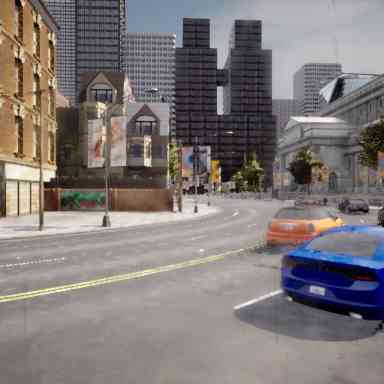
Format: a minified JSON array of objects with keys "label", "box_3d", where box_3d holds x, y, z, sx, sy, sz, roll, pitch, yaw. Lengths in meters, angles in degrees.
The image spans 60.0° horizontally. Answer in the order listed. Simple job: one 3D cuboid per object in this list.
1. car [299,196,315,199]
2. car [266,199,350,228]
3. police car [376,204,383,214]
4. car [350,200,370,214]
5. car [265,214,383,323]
[{"label":"car","box_3d":[14.091,1.328,41.375,2.097,1.767,4.553,0,0,3]},{"label":"car","box_3d":[4.867,1.345,13.974,2.097,1.767,4.553,0,0,37]},{"label":"police car","box_3d":[12.581,1.417,20.507,1.930,1.638,5.238,0,0,26]},{"label":"car","box_3d":[17.243,1.531,35.781,2.033,1.411,5.357,0,0,8]},{"label":"car","box_3d":[3.824,1.475,7.255,5.008,1.535,1.882,0,0,-45]}]
